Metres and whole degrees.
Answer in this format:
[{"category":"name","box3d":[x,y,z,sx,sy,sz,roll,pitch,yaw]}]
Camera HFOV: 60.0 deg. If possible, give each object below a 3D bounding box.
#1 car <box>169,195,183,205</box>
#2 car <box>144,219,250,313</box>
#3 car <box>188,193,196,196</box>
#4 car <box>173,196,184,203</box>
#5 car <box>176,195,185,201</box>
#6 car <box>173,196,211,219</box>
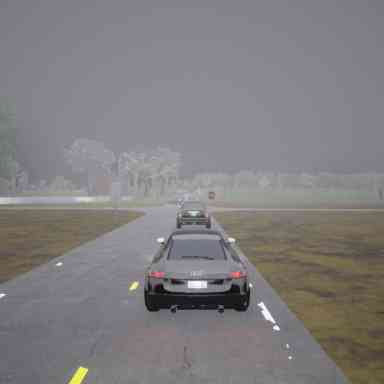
[{"category":"car","box3d":[-2.845,1.326,58.015,2.097,1.767,4.553,0,0,0]},{"category":"car","box3d":[0.098,1.566,7.740,1.994,1.385,4.181,0,0,0]},{"category":"car","box3d":[-0.024,1.466,90.373,1.994,1.385,4.181,0,0,0]},{"category":"car","box3d":[-2.770,1.522,69.418,1.994,1.385,4.181,0,0,0]},{"category":"car","box3d":[-2.772,1.495,79.976,1.994,1.385,4.181,0,0,0]},{"category":"car","box3d":[0.095,1.354,22.004,2.097,1.767,4.553,0,0,0]}]
